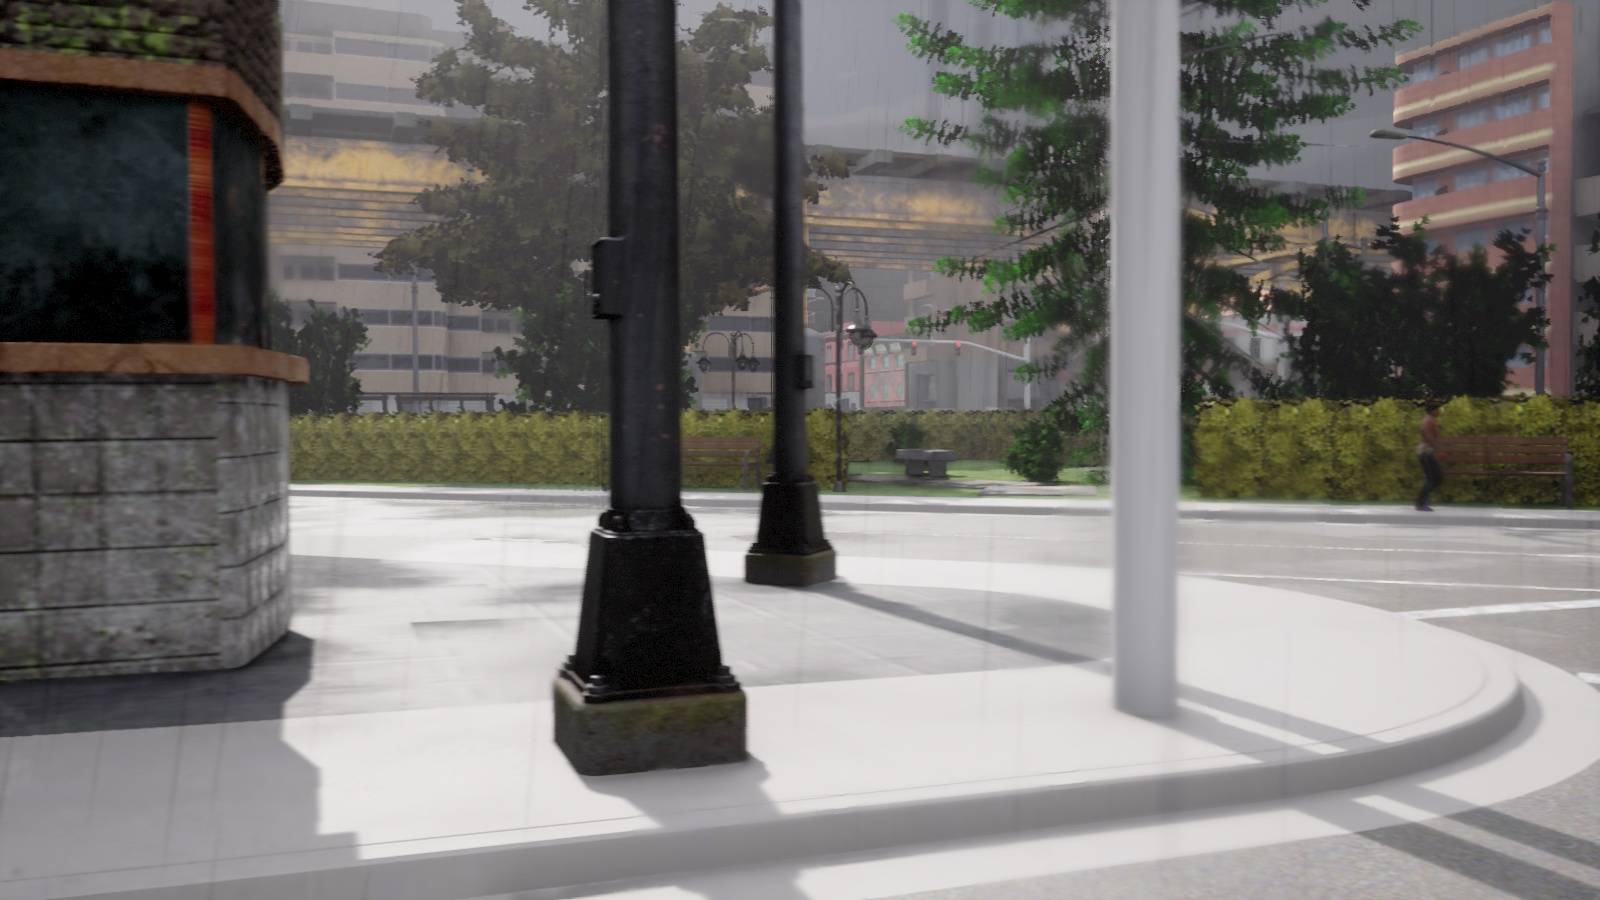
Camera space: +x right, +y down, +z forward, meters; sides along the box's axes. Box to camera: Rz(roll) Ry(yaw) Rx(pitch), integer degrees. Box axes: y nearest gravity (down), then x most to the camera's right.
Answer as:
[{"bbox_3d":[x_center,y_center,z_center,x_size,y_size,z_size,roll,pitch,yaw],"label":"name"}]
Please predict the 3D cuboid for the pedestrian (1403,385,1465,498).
[{"bbox_3d":[10.329,-0.139,20.464,0.869,1.805,0.328,-1,1,27],"label":"pedestrian"}]
